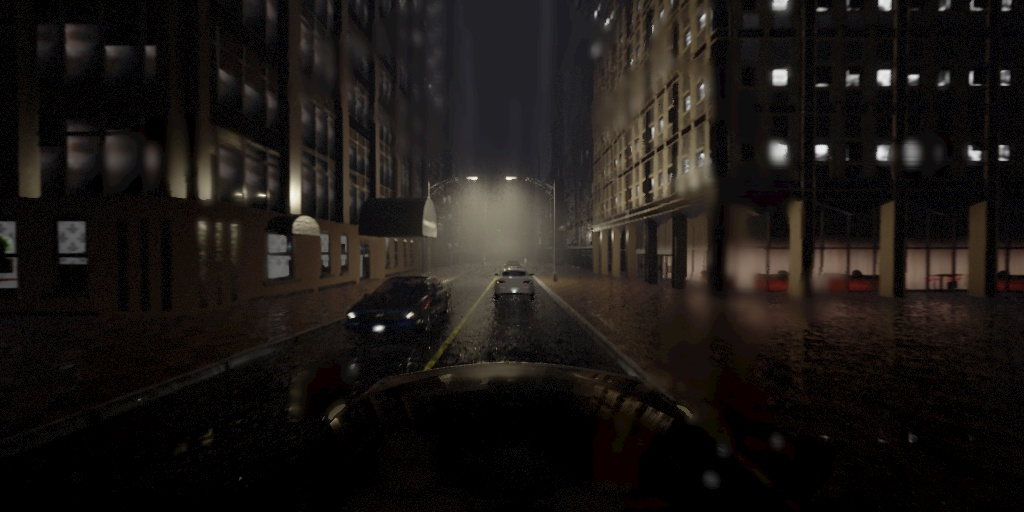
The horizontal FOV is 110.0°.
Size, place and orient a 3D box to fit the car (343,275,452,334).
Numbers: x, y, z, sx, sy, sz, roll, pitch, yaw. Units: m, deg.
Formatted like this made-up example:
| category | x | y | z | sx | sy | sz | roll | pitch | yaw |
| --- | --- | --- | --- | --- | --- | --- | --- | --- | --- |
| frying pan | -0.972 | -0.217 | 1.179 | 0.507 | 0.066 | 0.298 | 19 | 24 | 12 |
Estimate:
| category | x | y | z | sx | sy | sz | roll | pitch | yaw |
| --- | --- | --- | --- | --- | --- | --- | --- | --- | --- |
| car | -3.085 | 1.303 | 10.975 | 2.033 | 1.411 | 5.357 | 0 | 0 | 0 |

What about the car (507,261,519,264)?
| category | x | y | z | sx | sy | sz | roll | pitch | yaw |
| --- | --- | --- | --- | --- | --- | --- | --- | --- | --- |
| car | 0.111 | 1.293 | 41.232 | 1.837 | 1.490 | 4.892 | 0 | 0 | 0 |

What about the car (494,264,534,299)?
| category | x | y | z | sx | sy | sz | roll | pitch | yaw |
| --- | --- | --- | --- | --- | --- | --- | --- | --- | --- |
| car | 0.104 | 1.286 | 17.933 | 1.812 | 1.442 | 4.674 | 0 | 0 | 0 |
